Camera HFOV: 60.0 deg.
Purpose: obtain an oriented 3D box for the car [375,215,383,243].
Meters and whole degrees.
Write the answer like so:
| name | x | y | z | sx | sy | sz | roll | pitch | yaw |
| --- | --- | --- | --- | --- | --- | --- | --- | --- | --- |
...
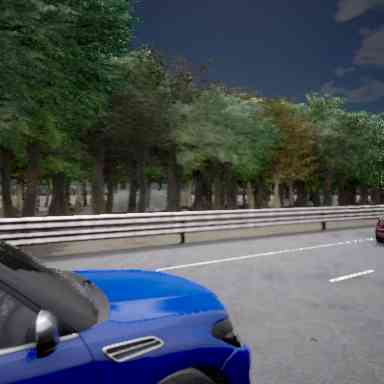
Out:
| name | x | y | z | sx | sy | sz | roll | pitch | yaw |
| --- | --- | --- | --- | --- | --- | --- | --- | --- | --- |
| car | 10.277 | 1.390 | 14.876 | 4.553 | 1.767 | 2.097 | 0 | 0 | -33 |

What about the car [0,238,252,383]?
| name | x | y | z | sx | sy | sz | roll | pitch | yaw |
| --- | --- | --- | --- | --- | --- | --- | --- | --- | --- |
| car | -2.103 | 1.214 | 2.224 | 5.566 | 2.045 | 2.150 | 0 | 0 | -36 |
